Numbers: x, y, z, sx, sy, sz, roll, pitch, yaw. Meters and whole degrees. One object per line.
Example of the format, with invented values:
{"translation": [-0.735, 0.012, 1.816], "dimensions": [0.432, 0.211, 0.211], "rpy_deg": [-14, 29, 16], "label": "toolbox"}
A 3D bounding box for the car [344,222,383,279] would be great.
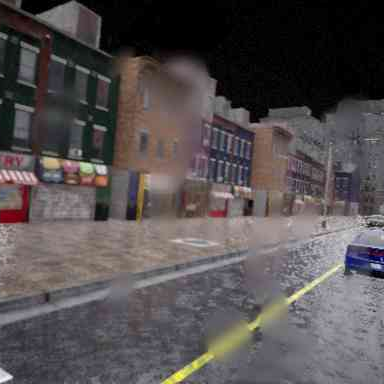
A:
{"translation": [6.612, 2.070, 11.453], "dimensions": [1.882, 1.535, 5.008], "rpy_deg": [5, 0, 34], "label": "car"}

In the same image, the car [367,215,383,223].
{"translation": [21.012, 3.408, 37.550], "dimensions": [1.837, 1.490, 4.892], "rpy_deg": [5, 0, 34], "label": "car"}
